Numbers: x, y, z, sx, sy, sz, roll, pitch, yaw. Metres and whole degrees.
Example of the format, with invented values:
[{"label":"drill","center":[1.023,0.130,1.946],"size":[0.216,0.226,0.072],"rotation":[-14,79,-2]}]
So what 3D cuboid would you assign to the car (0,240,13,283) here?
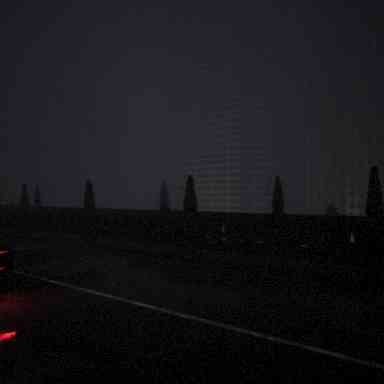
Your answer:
[{"label":"car","center":[-6.531,1.587,8.651],"size":[4.892,1.490,1.837],"rotation":[-1,0,36]}]
